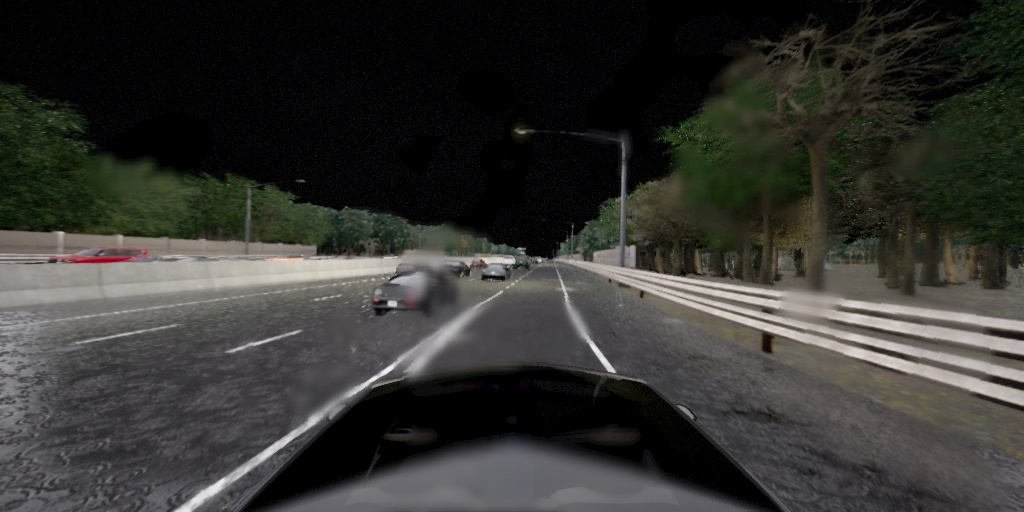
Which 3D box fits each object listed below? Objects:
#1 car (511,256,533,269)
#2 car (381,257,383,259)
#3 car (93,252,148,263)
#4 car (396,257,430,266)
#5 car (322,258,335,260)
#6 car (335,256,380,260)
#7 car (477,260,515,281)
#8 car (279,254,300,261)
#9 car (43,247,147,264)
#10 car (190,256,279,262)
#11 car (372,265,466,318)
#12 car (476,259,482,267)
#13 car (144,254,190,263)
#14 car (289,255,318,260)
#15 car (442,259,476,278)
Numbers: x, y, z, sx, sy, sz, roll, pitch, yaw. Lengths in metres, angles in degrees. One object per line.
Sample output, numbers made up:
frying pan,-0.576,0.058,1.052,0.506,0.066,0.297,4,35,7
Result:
car,1.651,0.984,55.397,2.150,2.045,5.566,1,0,6
car,-22.506,0.827,59.936,1.994,1.385,4.181,1,0,7
car,-26.357,0.686,26.192,2.128,1.511,4.902,1,0,7
car,-8.190,1.057,30.452,2.128,1.511,4.902,1,0,6
car,-20.814,0.777,43.941,1.882,1.535,5.008,1,0,7
car,-17.612,0.858,41.287,2.128,1.511,4.902,1,0,7
car,-1.237,1.272,29.666,1.994,1.385,4.181,1,0,6
car,-27.816,0.508,44.218,2.097,1.767,4.553,1,0,7
car,-29.873,0.344,26.203,2.150,2.045,5.566,1,0,7
car,-19.405,0.842,25.428,1.837,1.490,4.892,1,0,7
car,-3.154,1.203,12.537,1.812,1.442,4.674,1,0,6
car,-5.313,1.145,56.160,1.812,1.442,4.674,1,0,6
car,-22.879,0.792,25.824,1.812,1.442,4.674,1,0,7
car,-24.340,0.828,43.864,1.895,1.301,4.718,1,0,7
car,-4.710,1.115,30.070,1.882,1.535,5.008,1,0,6
